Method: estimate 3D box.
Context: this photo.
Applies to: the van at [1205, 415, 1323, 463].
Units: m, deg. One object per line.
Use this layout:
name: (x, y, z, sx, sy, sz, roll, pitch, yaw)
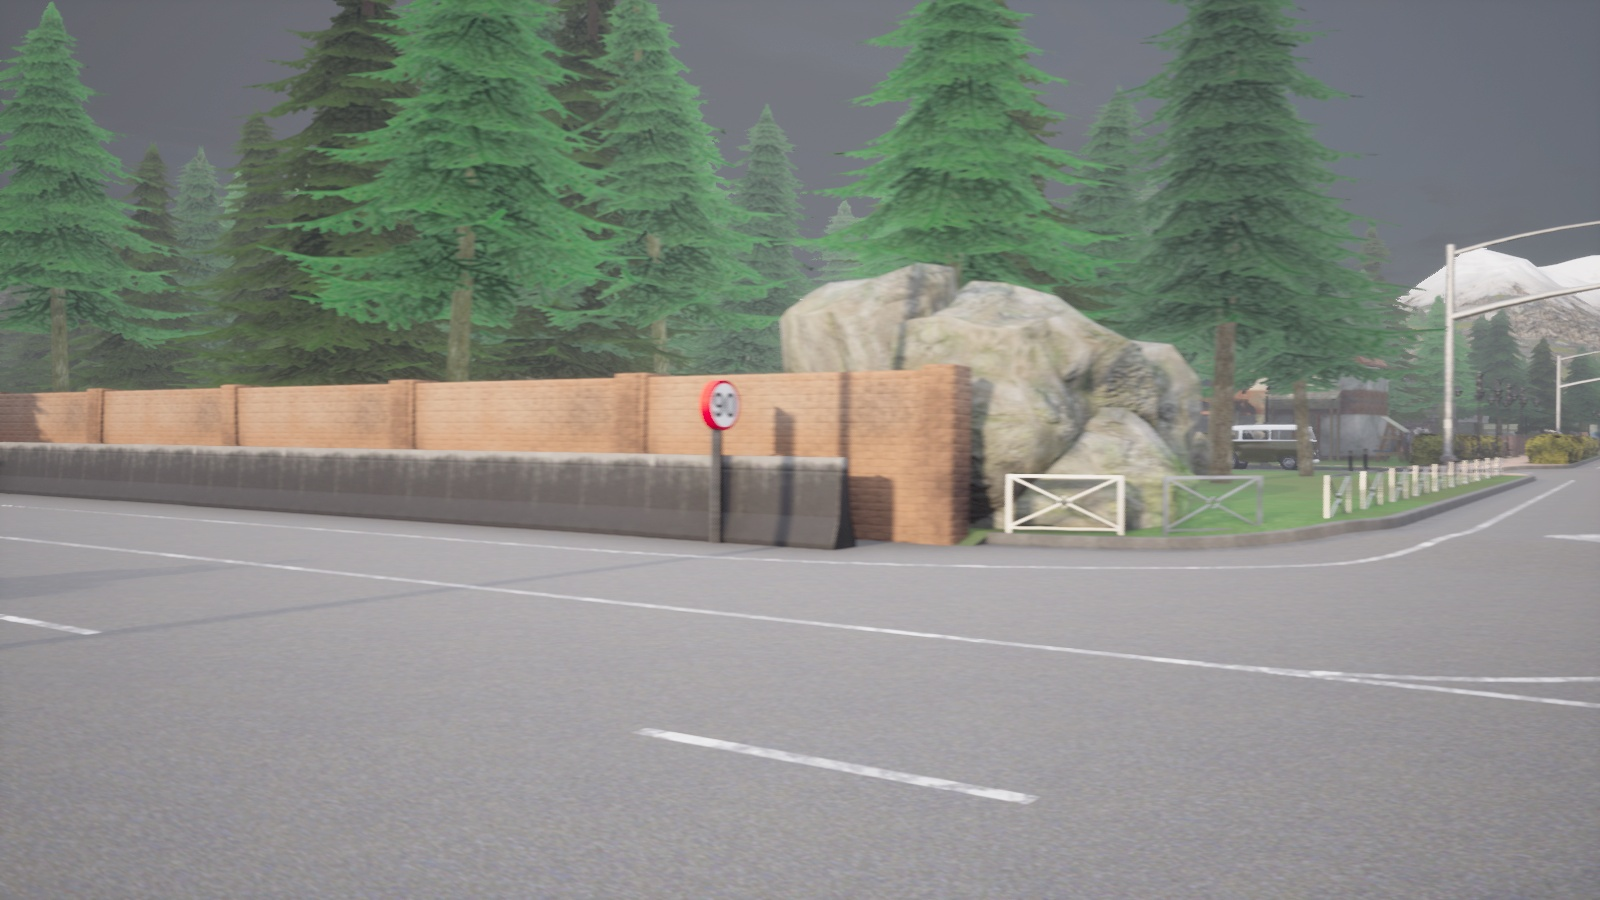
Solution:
van: (20.461, -0.482, 55.424, 4.480, 2.038, 2.069, 0, 1, 34)
